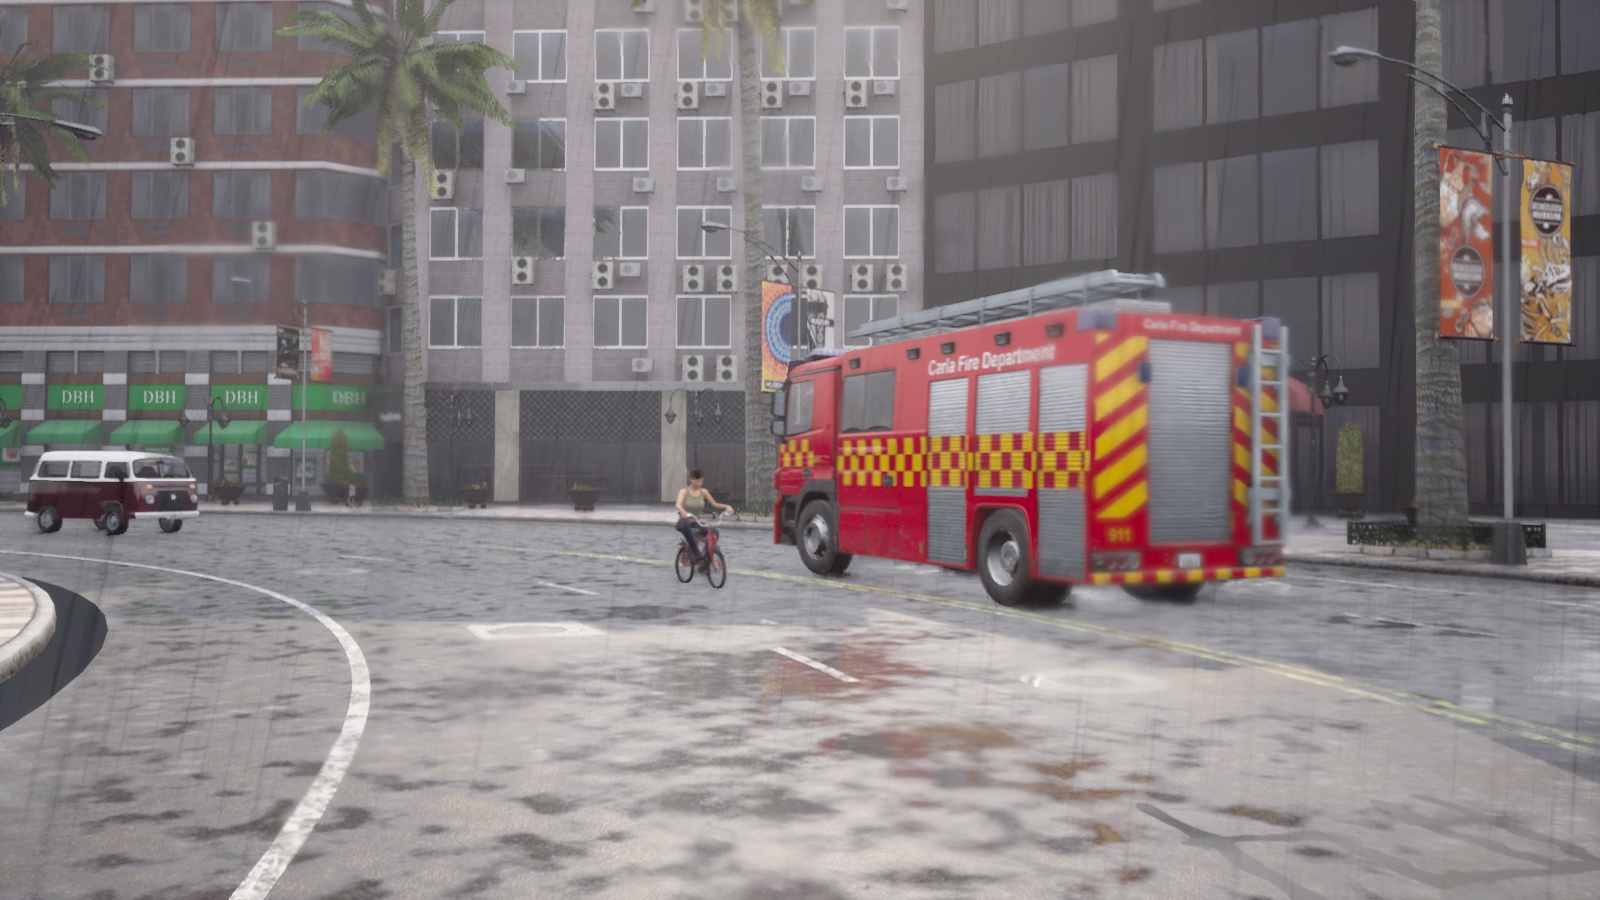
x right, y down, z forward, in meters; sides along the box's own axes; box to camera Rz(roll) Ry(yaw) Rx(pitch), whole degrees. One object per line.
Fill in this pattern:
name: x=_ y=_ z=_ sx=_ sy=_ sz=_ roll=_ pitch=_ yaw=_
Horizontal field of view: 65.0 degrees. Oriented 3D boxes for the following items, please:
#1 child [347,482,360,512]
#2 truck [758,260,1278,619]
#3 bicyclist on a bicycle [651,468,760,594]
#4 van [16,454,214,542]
child: x=-16.865 y=1.773 z=47.465 sx=0.394 sy=1.110 sz=0.255 roll=0 pitch=-1 yaw=14
truck: x=2.424 y=-0.037 z=17.835 sx=2.891 sy=3.827 sz=8.468 roll=0 pitch=-1 yaw=-25
bicyclist on a bicycle: x=-1.310 y=1.067 z=17.146 sx=0.866 sy=1.612 sz=1.509 roll=0 pitch=-1 yaw=-32
van: x=-16.972 y=1.166 z=31.102 sx=4.480 sy=2.038 sz=2.069 roll=-1 pitch=-1 yaw=26
